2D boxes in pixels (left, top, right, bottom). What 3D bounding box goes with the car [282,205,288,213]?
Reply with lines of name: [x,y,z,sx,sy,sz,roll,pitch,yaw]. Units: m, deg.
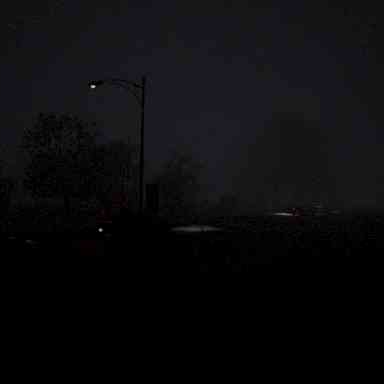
car: [15.072,2.409,49.189,2.033,1.411,5.357,1,0,36]

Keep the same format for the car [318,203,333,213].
car: [20.711,2.492,52.316,2.128,1.511,4.902,1,0,36]

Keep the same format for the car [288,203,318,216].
car: [14.727,2.355,43.917,1.812,1.442,4.674,1,0,36]

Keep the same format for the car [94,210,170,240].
car: [-3.258,1.781,19.015,2.128,1.511,4.902,1,0,36]
